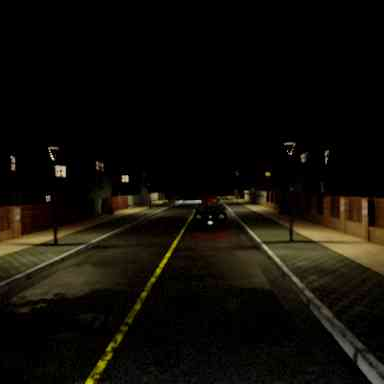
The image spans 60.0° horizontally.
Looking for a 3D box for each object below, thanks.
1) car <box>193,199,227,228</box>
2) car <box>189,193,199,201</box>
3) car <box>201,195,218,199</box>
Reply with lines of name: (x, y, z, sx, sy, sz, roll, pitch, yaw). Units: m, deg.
car: (1.095, 1.333, 20.140, 1.895, 1.301, 4.718, -1, 1, 3)
car: (0.429, 0.904, 63.049, 1.895, 1.301, 4.718, -1, 1, 3)
car: (2.017, 1.040, 38.184, 1.812, 1.442, 4.674, -1, 1, 3)
